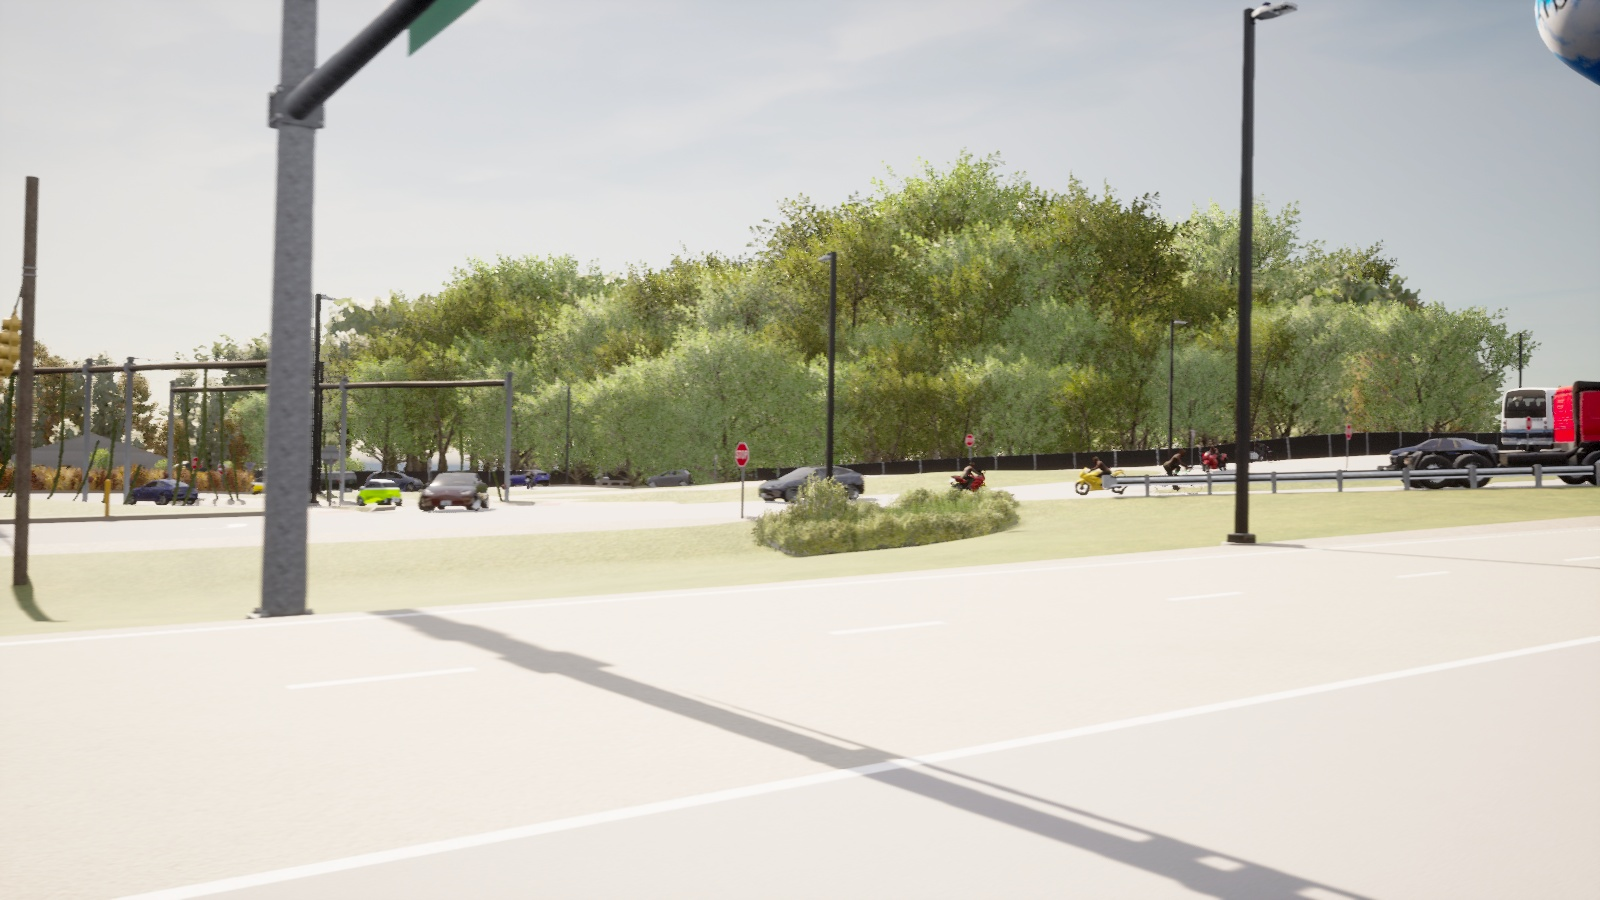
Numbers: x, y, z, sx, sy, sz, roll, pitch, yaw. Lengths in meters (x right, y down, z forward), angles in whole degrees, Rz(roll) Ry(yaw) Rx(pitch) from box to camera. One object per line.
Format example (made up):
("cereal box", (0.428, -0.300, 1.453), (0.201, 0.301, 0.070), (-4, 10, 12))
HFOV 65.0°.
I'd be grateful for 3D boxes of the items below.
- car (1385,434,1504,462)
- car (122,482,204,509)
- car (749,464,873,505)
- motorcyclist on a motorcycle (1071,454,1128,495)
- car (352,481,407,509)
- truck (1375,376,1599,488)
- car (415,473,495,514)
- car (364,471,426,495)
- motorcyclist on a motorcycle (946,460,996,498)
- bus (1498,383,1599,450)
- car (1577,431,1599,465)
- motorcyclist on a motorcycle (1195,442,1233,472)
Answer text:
("car", (35.024, -0.100, 68.396), (2.033, 1.411, 5.357), (-3, 2, -39))
("car", (-35.916, 2.551, 70.792), (4.674, 1.442, 1.812), (-1, -2, 29))
("car", (0.496, 1.420, 53.095), (4.792, 1.488, 2.163), (-1, 0, -32))
("motorcyclist on a motorcycle", (11.739, 0.966, 49.145), (2.044, 1.523, 0.797), (-3, -2, 18))
("car", (-20.995, 2.232, 62.718), (2.207, 1.376, 1.481), (-1, -2, 29))
("truck", (24.123, -0.581, 42.544), (7.936, 3.462, 2.891), (-2, -1, 13))
("car", (-13.258, 1.644, 48.502), (2.163, 1.488, 4.792), (-1, -1, -5))
("car", (-29.327, 2.402, 91.041), (3.988, 1.617, 1.851), (-1, -1, -7))
("motorcyclist on a motorcycle", (7.287, 1.238, 53.590), (2.044, 1.523, 0.797), (-2, 0, -32))
("bus", (52.077, -2.241, 84.620), (10.273, 4.253, 3.944), (-1, 1, -29))
("car", (38.657, -0.138, 57.367), (1.882, 1.535, 5.008), (-3, 1, -34))
("motorcyclist on a motorcycle", (22.488, 0.375, 68.221), (2.044, 1.523, 0.797), (-4, 2, -34))
